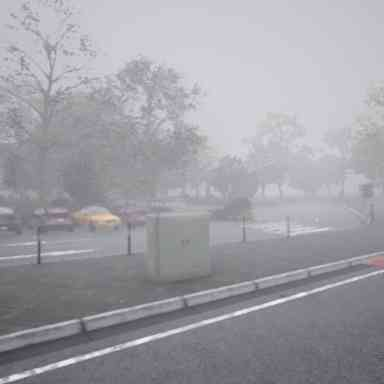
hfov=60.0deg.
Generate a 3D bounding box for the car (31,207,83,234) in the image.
[{"bbox_3d":[-8.716,1.639,20.551,2.163,1.488,4.792,1,0,-36],"label":"car"}]

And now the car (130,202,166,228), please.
[{"bbox_3d":[-4.200,1.698,23.780,2.163,1.488,4.792,1,0,-36],"label":"car"}]

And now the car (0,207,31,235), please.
[{"bbox_3d":[-10.952,1.582,18.908,2.231,1.521,4.892,1,0,-36],"label":"car"}]

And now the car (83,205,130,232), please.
[{"bbox_3d":[-6.334,1.636,21.990,1.946,1.575,5.366,1,0,-36],"label":"car"}]

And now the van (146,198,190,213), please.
[{"bbox_3d":[-1.857,1.472,25.276,1.878,1.987,4.442,1,0,-36],"label":"van"}]
